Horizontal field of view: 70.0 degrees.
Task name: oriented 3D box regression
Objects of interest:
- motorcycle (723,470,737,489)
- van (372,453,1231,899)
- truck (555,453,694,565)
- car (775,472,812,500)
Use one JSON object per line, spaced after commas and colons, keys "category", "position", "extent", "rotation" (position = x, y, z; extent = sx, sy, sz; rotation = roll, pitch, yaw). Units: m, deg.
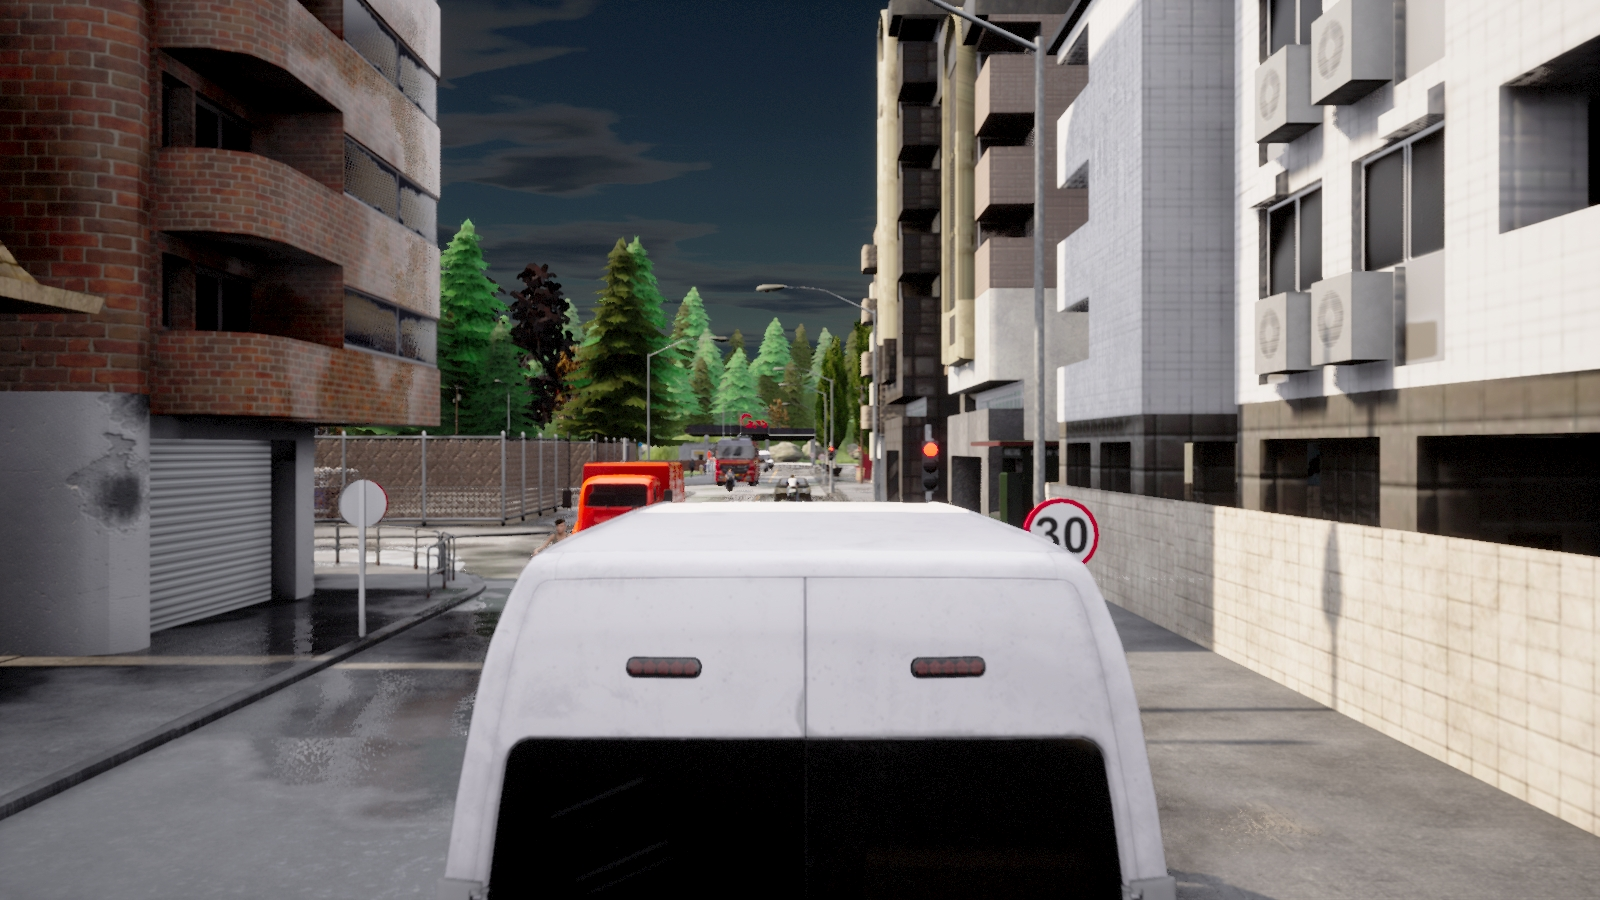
{"category": "motorcycle", "position": [-4.483, 1.900, 73.045], "extent": [0.803, 1.145, 2.033], "rotation": [0, 0, 0]}
{"category": "van", "position": [-0.009, 1.306, 5.602], "extent": [1.988, 2.561, 5.915], "rotation": [0, 0, 0]}
{"category": "truck", "position": [-4.144, 1.311, 27.993], "extent": [2.627, 2.467, 5.204], "rotation": [0, 0, 0]}
{"category": "car", "position": [-0.340, 1.859, 60.164], "extent": [1.895, 1.301, 4.718], "rotation": [0, 0, 0]}
